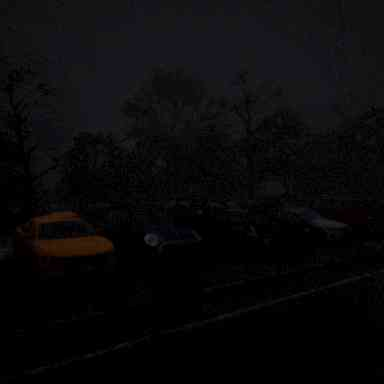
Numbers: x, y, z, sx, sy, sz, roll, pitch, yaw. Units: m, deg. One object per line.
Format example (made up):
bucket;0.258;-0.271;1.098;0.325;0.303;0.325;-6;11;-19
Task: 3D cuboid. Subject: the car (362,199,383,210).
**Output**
car;27.139;1.831;47.626;2.002;1.452;4.674;1;-1;-35

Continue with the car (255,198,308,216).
car;9.210;1.497;34.639;1.946;1.575;5.366;0;0;-35

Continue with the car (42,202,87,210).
car;-8.843;1.447;21.787;1.946;1.575;5.366;0;0;-35

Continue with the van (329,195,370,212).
van;20.202;1.410;42.834;1.878;1.987;4.442;1;-1;-35

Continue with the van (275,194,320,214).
van;11.426;1.280;36.300;1.878;1.987;4.442;0;0;-35

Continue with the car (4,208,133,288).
car;-3.805;1.453;9.553;2.097;1.535;5.008;0;0;-35

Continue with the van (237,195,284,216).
van;6.778;1.267;33.278;1.878;1.987;4.442;0;0;-35

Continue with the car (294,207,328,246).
car;2.963;1.492;14.399;2.163;1.488;4.792;0;0;-35

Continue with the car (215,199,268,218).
car;4.592;1.488;31.571;2.231;1.521;4.892;0;0;-35

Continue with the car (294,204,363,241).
car;5.240;1.509;15.987;2.002;1.452;4.674;0;0;-35

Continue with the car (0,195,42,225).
car;-11.222;1.198;20.355;2.435;2.045;5.566;0;0;-35

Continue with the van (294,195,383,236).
van;7.436;1.249;17.690;1.878;1.987;4.442;0;0;-35

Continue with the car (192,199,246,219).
car;2.335;1.480;29.965;2.097;1.535;5.008;0;0;-35

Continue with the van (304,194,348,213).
van;15.818;1.308;39.427;1.878;1.987;4.442;1;0;-35

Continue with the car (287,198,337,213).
car;13.612;1.512;38.006;2.097;1.535;5.008;0;0;-35

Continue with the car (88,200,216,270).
car;-1.558;1.326;11.183;2.185;1.767;4.553;0;0;-35

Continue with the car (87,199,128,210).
car;-6.693;1.456;23.537;2.231;1.521;4.892;0;0;-35

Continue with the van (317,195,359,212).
van;18.048;1.362;41.300;1.878;1.987;4.442;1;-1;-35

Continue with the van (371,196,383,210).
van;29.228;1.614;49.259;1.878;1.987;4.442;1;-1;-35

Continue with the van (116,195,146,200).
van;-4.506;1.235;25.245;1.878;1.987;4.442;0;0;-35

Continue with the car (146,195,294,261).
car;0.735;1.204;12.742;2.435;2.045;5.566;0;0;-35

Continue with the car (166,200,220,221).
car;-0.024;1.474;28.286;2.097;1.535;5.008;0;0;-35

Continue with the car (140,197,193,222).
car;-2.164;1.342;26.730;2.185;1.767;4.553;0;0;-35

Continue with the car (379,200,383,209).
car;31.546;1.931;50.770;2.002;1.452;4.674;1;-1;-35
